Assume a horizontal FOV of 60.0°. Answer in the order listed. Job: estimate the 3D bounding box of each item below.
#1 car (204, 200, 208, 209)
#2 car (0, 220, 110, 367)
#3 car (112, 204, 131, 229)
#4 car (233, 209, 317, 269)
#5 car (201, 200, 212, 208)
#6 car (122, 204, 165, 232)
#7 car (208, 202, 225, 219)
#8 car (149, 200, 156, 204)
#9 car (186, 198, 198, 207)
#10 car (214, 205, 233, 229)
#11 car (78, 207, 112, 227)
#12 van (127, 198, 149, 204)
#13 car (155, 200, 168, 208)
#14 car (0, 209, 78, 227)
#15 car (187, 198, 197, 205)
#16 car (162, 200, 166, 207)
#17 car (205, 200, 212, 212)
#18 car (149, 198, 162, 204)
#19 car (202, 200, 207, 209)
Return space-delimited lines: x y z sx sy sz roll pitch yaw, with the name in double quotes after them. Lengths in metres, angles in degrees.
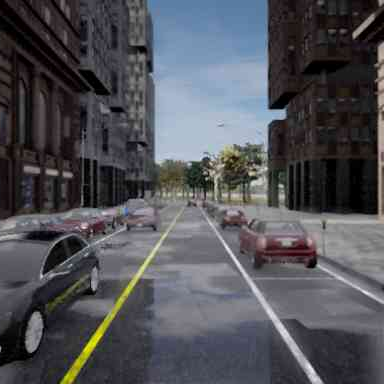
2.749 1.957 39.927 1.802 1.307 4.206 0 -1 0 "car"
-3.085 1.551 6.099 1.837 1.490 4.892 0 0 0 "car"
-5.773 1.755 22.949 2.008 1.369 4.403 0 -1 0 "car"
2.754 1.538 11.583 1.967 1.590 4.097 0 -1 0 "car"
2.743 2.213 62.602 1.947 1.339 4.313 -1 -1 0 "car"
-3.070 1.720 21.934 1.812 1.442 4.674 0 -1 0 "car"
2.751 1.810 28.590 2.008 1.369 4.403 0 -1 0 "car"
-5.776 1.956 39.955 1.802 1.307 4.206 0 -1 0 "car"
-0.012 2.183 63.418 1.812 1.442 4.674 0 -1 0 "car"
2.753 1.787 22.920 1.802 1.307 4.206 0 -1 0 "car"
-5.772 1.589 17.281 1.967 1.590 4.097 0 -1 0 "car"
-5.776 1.656 34.289 1.690 1.788 3.998 0 -1 0 "van"
-5.782 2.197 62.630 2.008 1.369 4.403 -1 -1 0 "car"
-5.770 1.537 11.611 1.967 1.590 4.097 0 0 0 "car"
-0.013 2.131 73.484 2.128 1.511 4.902 0 -1 0 "car"
-5.781 2.140 56.962 1.947 1.339 4.313 -1 -1 0 "car"
2.750 1.867 34.259 2.008 1.369 4.403 0 -1 0 "car"
-5.779 1.751 45.626 2.192 1.841 5.009 0 -1 0 "car"
2.747 1.988 45.596 2.008 1.369 4.403 -1 -1 0 "car"
